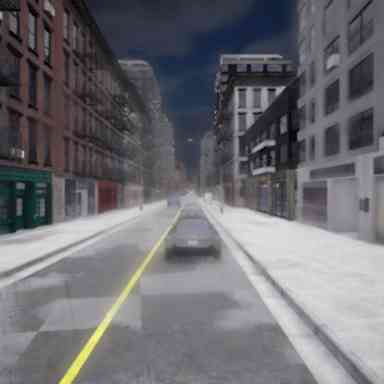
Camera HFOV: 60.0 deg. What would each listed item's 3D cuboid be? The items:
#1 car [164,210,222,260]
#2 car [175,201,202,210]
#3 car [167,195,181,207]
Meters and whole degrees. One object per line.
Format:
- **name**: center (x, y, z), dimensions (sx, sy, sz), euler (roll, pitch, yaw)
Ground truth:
- **car**: center (0.045, 1.624, 12.784), dimensions (1.994, 1.385, 4.181), euler (0, 0, 0)
- **car**: center (0.017, 1.669, 25.446), dimensions (2.033, 1.411, 5.357), euler (0, 0, 1)
- **car**: center (-3.075, 1.521, 56.918), dimensions (2.150, 2.045, 5.566), euler (0, 0, 1)
